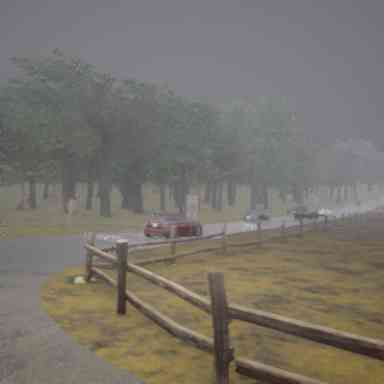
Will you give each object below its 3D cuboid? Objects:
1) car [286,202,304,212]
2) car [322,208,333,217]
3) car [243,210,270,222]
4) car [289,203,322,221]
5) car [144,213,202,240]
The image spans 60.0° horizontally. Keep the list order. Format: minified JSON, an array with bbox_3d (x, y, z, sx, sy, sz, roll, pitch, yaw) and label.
[{"bbox_3d":[16.931,2.616,53.213,2.150,2.045,5.566,2,0,35],"label":"car"},{"bbox_3d":[22.451,3.472,56.288,1.812,1.442,4.674,2,1,35],"label":"car"},{"bbox_3d":[7.949,2.935,40.722,2.128,1.511,4.902,2,0,35],"label":"car"},{"bbox_3d":[16.299,2.995,47.502,2.150,2.045,5.566,2,0,36],"label":"car"},{"bbox_3d":[-1.165,2.249,22.914,2.097,1.767,4.553,2,-1,35],"label":"car"}]
